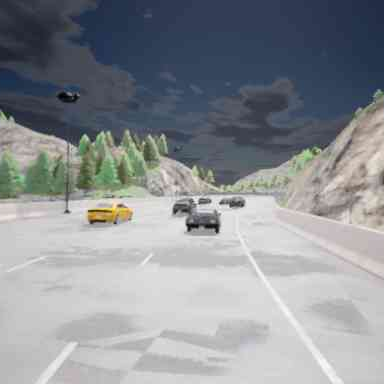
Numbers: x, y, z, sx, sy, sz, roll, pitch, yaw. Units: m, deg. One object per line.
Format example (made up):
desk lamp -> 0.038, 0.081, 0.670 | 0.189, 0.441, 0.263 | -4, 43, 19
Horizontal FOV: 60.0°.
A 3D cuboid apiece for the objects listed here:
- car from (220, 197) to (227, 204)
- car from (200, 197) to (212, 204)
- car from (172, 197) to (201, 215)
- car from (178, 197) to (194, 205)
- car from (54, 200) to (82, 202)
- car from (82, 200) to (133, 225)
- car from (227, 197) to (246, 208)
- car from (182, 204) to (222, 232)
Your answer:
car -> 6.679, 1.730, 64.147 | 1.994, 1.385, 4.181 | 1, 0, 14
car -> 2.433, 1.601, 61.713 | 2.128, 1.511, 4.902 | 1, 0, 15
car -> -0.651, 1.537, 33.359 | 1.837, 1.490, 4.892 | 0, -1, 11
car -> -1.025, 1.629, 62.285 | 1.994, 1.385, 4.181 | 1, 0, 14
car -> -16.312, 1.198, 44.357 | 2.097, 1.767, 4.553 | 1, 0, 13
car -> -5.654, 1.435, 23.607 | 1.882, 1.535, 5.008 | 0, 0, 8
car -> 7.355, 1.513, 52.814 | 2.097, 1.767, 4.553 | 1, 0, 15
car -> 0.824, 1.637, 20.330 | 1.895, 1.301, 4.718 | 1, 0, 7
